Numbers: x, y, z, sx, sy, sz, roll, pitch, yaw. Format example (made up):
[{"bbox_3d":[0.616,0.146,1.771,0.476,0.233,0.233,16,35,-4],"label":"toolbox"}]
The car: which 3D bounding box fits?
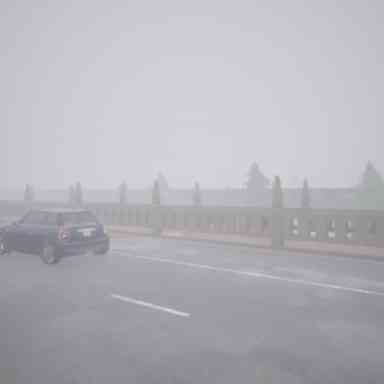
[{"bbox_3d":[-5.099,1.362,11.932,4.553,1.767,2.097,0,0,36],"label":"car"}]
